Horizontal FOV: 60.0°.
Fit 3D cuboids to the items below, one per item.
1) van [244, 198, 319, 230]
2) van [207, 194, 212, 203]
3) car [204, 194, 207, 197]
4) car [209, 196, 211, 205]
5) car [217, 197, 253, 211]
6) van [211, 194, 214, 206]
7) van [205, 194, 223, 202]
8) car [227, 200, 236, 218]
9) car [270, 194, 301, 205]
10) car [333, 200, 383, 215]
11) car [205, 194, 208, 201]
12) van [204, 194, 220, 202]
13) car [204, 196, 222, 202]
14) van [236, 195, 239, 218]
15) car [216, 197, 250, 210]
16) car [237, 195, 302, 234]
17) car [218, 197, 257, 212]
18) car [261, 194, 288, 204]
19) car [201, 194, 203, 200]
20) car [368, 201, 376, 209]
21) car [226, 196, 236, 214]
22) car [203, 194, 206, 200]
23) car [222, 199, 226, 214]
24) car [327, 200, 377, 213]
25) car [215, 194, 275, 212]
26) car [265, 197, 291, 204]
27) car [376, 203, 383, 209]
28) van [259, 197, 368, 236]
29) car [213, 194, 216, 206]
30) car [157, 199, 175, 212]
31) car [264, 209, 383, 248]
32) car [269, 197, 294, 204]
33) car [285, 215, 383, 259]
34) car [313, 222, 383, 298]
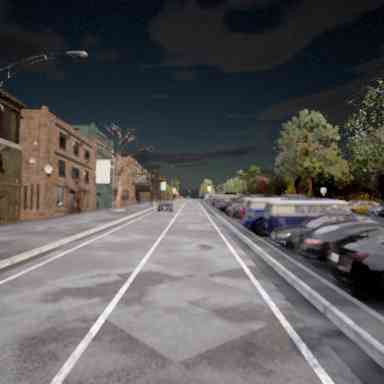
[{"bbox_3d":[5.814,1.417,21.967,4.442,1.987,1.878,0,0,0],"label":"van"},{"bbox_3d":[5.541,1.528,61.212,4.442,1.987,1.878,0,0,0],"label":"van"},{"bbox_3d":[5.614,1.833,75.226,4.792,1.488,2.163,0,0,0],"label":"car"},{"bbox_3d":[5.661,1.730,52.802,5.008,1.535,2.097,0,0,0],"label":"car"},{"bbox_3d":[5.643,1.580,44.393,4.553,1.767,2.185,0,0,0],"label":"car"},{"bbox_3d":[5.552,1.496,50.000,4.442,1.987,1.878,0,0,0],"label":"van"},{"bbox_3d":[5.748,1.643,86.440,4.442,1.987,1.878,0,0,0],"label":"van"},{"bbox_3d":[5.686,1.660,27.573,4.892,1.521,2.231,0,0,0],"label":"car"},{"bbox_3d":[18.702,1.519,67.057,5.566,2.045,2.435,0,0,0],"label":"car"},{"bbox_3d":[18.577,1.680,36.394,5.366,1.575,1.946,0,0,0],"label":"car"},{"bbox_3d":[5.837,1.766,66.819,5.366,1.575,1.946,0,0,0],"label":"car"},{"bbox_3d":[5.513,1.677,92.047,4.442,1.987,1.878,0,0,0],"label":"van"},{"bbox_3d":[5.624,1.887,89.241,4.892,1.521,2.231,0,0,0],"label":"car"},{"bbox_3d":[5.812,1.425,24.770,4.442,1.987,1.878,0,0,0],"label":"van"},{"bbox_3d":[5.703,1.588,47.196,4.553,1.767,2.185,0,0,0],"label":"car"},{"bbox_3d":[5.673,1.383,19.163,5.566,2.045,2.435,0,0,0],"label":"car"},{"bbox_3d":[5.646,1.572,41.589,4.553,1.767,2.185,0,0,0],"label":"car"},{"bbox_3d":[18.694,1.553,75.412,5.566,2.045,2.435,0,0,0],"label":"car"},{"bbox_3d":[5.666,1.584,80.833,5.566,2.045,2.435,0,0,0],"label":"car"},{"bbox_3d":[18.799,1.542,30.844,4.553,1.767,2.185,0,0,0],"label":"car"},{"bbox_3d":[5.720,1.541,30.376,4.553,1.767,2.185,0,0,0],"label":"car"},{"bbox_3d":[5.636,1.819,78.024,4.892,1.521,2.231,0,0,0],"label":"car"},{"bbox_3d":[5.684,1.714,33.179,4.674,1.452,2.002,0,0,0],"label":"car"},{"bbox_3d":[18.766,1.692,39.171,4.892,1.521,2.231,0,0,0],"label":"car"},{"bbox_3d":[5.655,1.431,35.983,5.566,2.045,2.435,0,0,0],"label":"car"},{"bbox_3d":[18.720,1.791,72.624,5.008,1.535,2.097,0,0,0],"label":"car"},{"bbox_3d":[18.743,1.689,28.067,4.792,1.488,2.163,0,0,0],"label":"car"},{"bbox_3d":[5.820,1.401,16.362,4.442,1.987,1.878,0,0,0],"label":"van"},{"bbox_3d":[5.652,1.439,38.787,5.566,2.045,2.435,0,0,0],"label":"car"},{"bbox_3d":[-3.235,1.716,41.702,1.837,1.490,4.892,0,0,0],"label":"car"},{"bbox_3d":[5.713,1.613,13.554,4.892,1.521,2.231,0,0,0],"label":"car"},{"bbox_3d":[18.726,1.820,69.963,4.674,1.452,2.002,0,0,0],"label":"car"},{"bbox_3d":[5.707,1.637,10.750,4.674,1.452,2.002,0,0,0],"label":"car"},{"bbox_3d":[5.741,1.608,7.942,4.792,1.488,2.163,0,-1,0],"label":"car"}]
